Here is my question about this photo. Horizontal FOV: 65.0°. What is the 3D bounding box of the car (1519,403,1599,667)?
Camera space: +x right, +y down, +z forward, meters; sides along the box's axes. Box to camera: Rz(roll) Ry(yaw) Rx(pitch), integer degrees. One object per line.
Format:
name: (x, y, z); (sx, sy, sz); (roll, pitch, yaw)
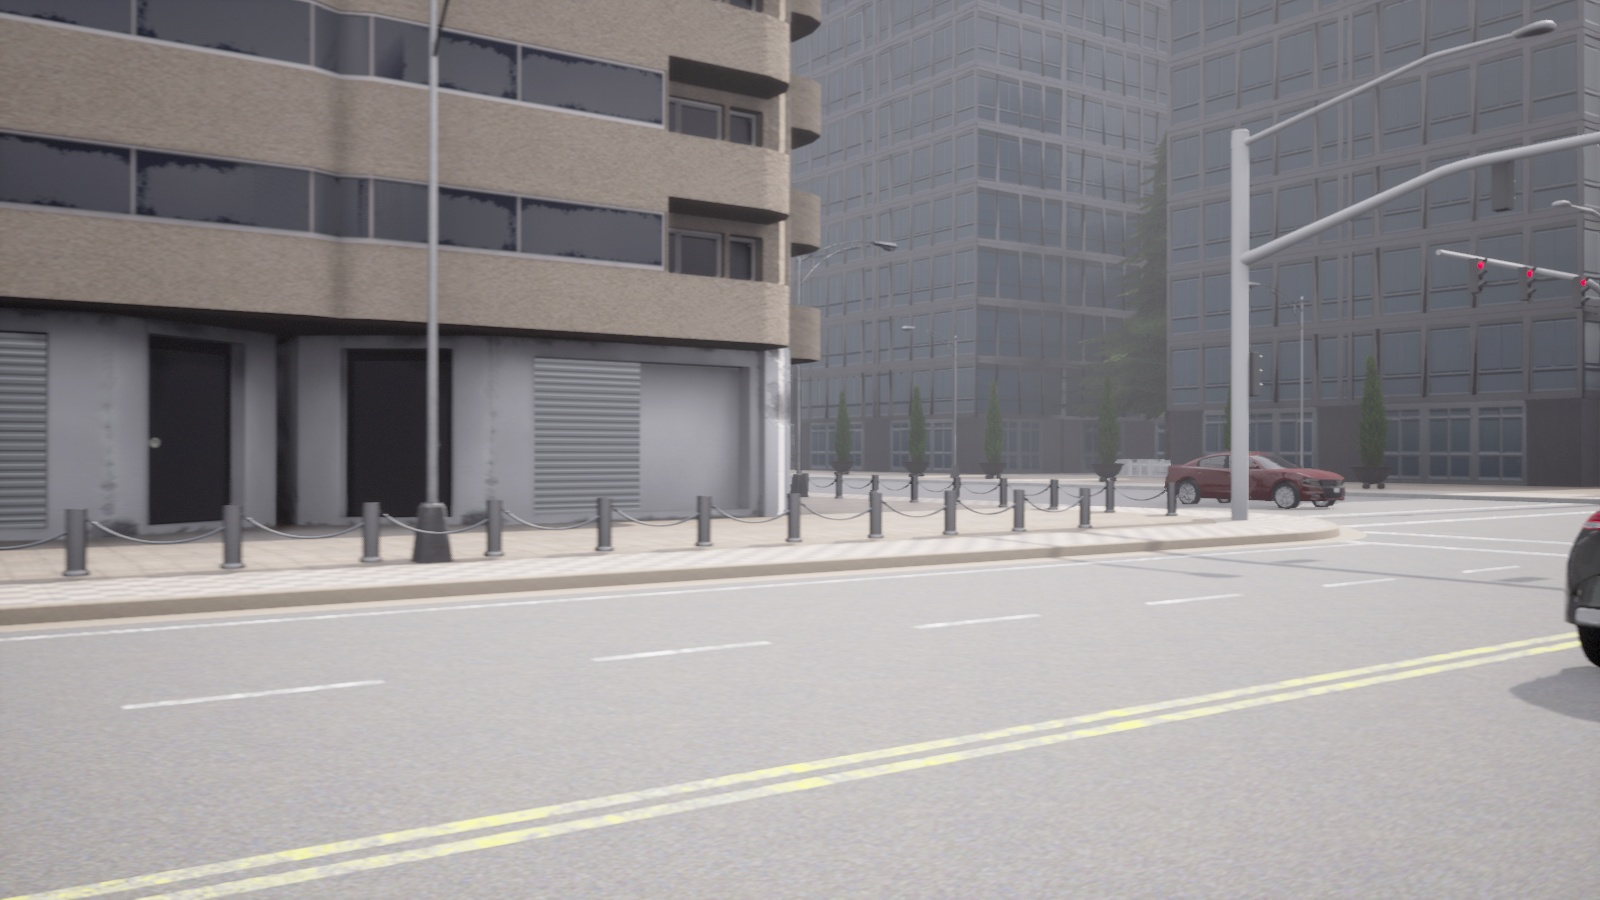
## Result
car: (7.417, 0.529, 8.822); (5.027, 1.651, 2.152); (0, 0, -35)

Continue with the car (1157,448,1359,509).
car: (12.413, 0.725, 34.372); (1.882, 1.535, 5.008); (0, 0, -35)
